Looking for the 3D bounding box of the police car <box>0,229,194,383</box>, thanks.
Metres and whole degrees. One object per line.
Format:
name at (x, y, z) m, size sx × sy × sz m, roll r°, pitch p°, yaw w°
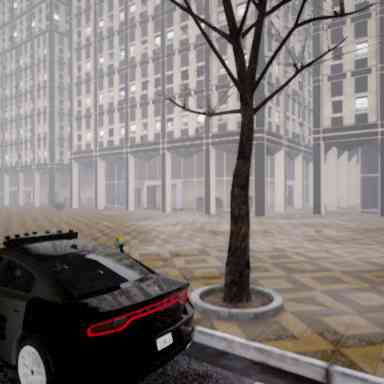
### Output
police car at (-2.394, 1.434, 5.163) m, size 5.238 × 1.638 × 1.930 m, roll 0°, pitch 0°, yaw 36°
